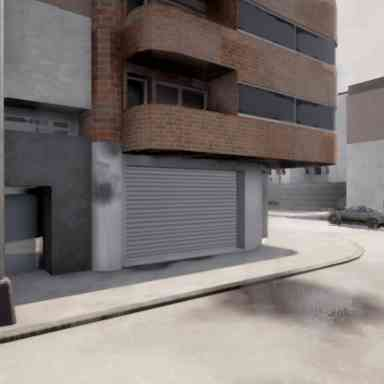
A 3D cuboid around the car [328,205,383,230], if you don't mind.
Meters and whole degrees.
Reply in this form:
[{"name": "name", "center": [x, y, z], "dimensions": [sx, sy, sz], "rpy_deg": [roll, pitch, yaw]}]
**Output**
[{"name": "car", "center": [10.927, 1.553, 21.436], "dimensions": [1.994, 1.385, 4.181], "rpy_deg": [0, 0, -28]}]
